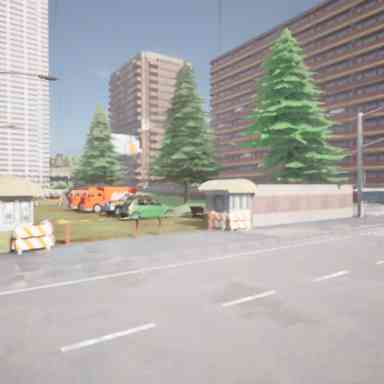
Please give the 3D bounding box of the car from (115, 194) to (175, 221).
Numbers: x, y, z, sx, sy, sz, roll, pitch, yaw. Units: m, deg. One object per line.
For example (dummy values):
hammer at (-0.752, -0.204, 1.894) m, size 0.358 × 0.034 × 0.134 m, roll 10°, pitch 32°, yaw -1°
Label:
car at (-3.210, 1.219, 24.526) m, size 3.988 × 1.617 × 1.851 m, roll -1°, pitch 0°, yaw -35°

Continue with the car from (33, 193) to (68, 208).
car at (-20.339, 1.281, 47.112) m, size 4.193 × 1.474 × 1.816 m, roll -1°, pitch 0°, yaw -35°

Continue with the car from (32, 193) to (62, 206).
car at (-21.624, 1.087, 49.630) m, size 3.866 × 1.878 × 1.905 m, roll -1°, pitch 0°, yaw -35°

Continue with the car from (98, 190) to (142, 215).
car at (-5.243, 1.043, 28.571) m, size 4.605 × 1.855 × 1.932 m, roll -1°, pitch 0°, yaw -35°
